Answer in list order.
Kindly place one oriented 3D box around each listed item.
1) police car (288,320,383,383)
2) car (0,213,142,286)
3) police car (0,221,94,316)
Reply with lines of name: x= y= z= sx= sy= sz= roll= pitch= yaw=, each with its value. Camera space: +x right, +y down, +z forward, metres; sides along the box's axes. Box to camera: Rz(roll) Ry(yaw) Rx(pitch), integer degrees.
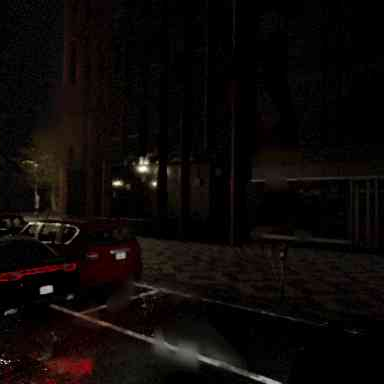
police car: x=3.228 y=1.541 z=1.872 sx=5.238 sy=1.638 sz=1.930 roll=-1 pitch=-3 yaw=37
car: x=-3.603 y=1.625 z=9.285 sx=5.009 sy=1.841 sz=2.192 roll=-1 pitch=-2 yaw=37
police car: x=-4.808 y=1.668 z=7.823 sx=5.238 sy=1.638 sz=1.930 roll=-1 pitch=-3 yaw=37
